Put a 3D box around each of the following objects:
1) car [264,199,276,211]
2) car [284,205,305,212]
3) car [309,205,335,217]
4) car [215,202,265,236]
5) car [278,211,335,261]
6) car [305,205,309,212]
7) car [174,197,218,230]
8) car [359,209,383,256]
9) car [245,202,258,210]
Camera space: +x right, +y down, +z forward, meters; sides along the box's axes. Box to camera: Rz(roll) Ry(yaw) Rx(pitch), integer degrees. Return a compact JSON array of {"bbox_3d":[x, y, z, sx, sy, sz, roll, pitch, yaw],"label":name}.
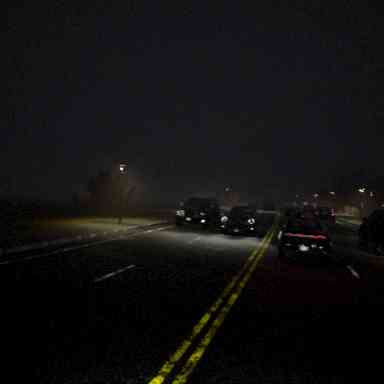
[{"bbox_3d":[13.924,2.381,60.171,2.150,2.045,5.566,3,0,15],"label":"car"},{"bbox_3d":[12.463,2.419,41.192,1.882,1.535,5.008,3,0,15],"label":"car"},{"bbox_3d":[14.798,2.388,37.550,2.097,1.767,4.553,3,0,16],"label":"car"},{"bbox_3d":[3.179,1.661,21.059,2.097,1.767,4.553,3,0,17],"label":"car"},{"bbox_3d":[4.690,1.833,14.100,2.128,1.511,4.902,3,0,17],"label":"car"},{"bbox_3d":[19.694,2.907,56.350,1.882,1.535,5.008,3,0,14],"label":"car"},{"bbox_3d":[0.561,1.410,23.612,2.150,2.045,5.566,3,0,16],"label":"car"},{"bbox_3d":[9.491,1.830,15.658,2.150,2.045,5.566,3,0,17],"label":"car"},{"bbox_3d":[11.289,2.604,63.103,1.994,1.385,4.181,3,0,15],"label":"car"}]
